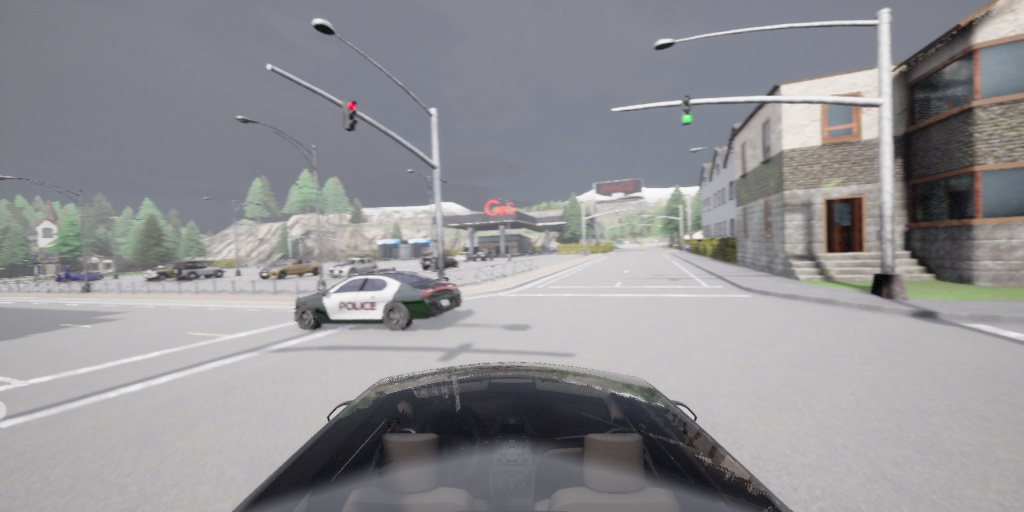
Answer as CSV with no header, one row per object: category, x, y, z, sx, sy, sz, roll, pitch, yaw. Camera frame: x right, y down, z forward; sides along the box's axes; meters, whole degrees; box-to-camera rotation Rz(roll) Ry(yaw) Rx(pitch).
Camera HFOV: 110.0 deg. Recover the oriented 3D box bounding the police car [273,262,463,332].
police car,-4.016,1.203,10.317,4.974,1.542,2.038,-4,1,20
